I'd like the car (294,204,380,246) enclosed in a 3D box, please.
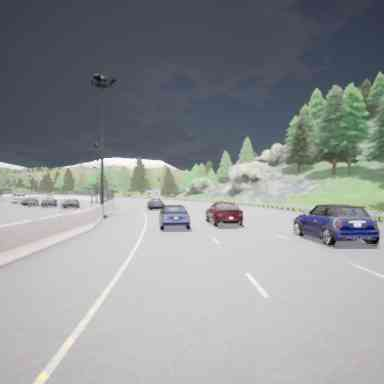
[{"bbox_3d":[6.377,1.325,15.246,2.097,1.767,4.553,0,0,-4],"label":"car"}]

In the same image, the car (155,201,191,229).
[{"bbox_3d":[-1.183,1.529,21.386,2.033,1.411,5.357,0,0,-6],"label":"car"}]

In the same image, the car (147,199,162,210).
[{"bbox_3d":[-4.644,1.533,42.281,1.994,1.385,4.181,0,0,-12],"label":"car"}]

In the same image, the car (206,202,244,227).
[{"bbox_3d":[2.132,1.452,22.898,1.882,1.535,5.008,0,0,-6],"label":"car"}]
